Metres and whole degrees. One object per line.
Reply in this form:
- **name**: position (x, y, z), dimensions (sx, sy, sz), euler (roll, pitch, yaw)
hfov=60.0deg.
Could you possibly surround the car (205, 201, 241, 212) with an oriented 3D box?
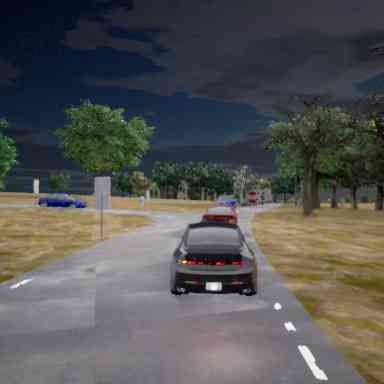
- **car**: position (1.704, 1.505, 19.328), dimensions (1.882, 1.535, 5.008), euler (0, 0, 8)

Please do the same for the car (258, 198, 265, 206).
- **car**: position (15.219, 2.170, 75.396), dimensions (2.097, 1.767, 4.553), euler (0, -1, 18)

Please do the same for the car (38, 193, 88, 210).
- **car**: position (-12.843, 0.935, 33.258), dimensions (5.008, 1.535, 1.882), euler (2, -1, 11)

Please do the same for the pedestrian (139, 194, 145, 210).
- **pedestrian**: position (-5.824, 1.147, 38.412), dimensions (0.375, 1.860, 0.375), euler (0, -4, 11)

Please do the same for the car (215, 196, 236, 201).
- **car**: position (4.573, 1.510, 45.466), dimensions (2.150, 2.045, 5.566), euler (0, -1, 19)

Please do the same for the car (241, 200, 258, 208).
- **car**: position (10.231, 2.102, 61.037), dimensions (2.033, 1.411, 5.357), euler (-1, -1, 20)

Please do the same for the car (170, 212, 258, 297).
- **car**: position (0.543, 1.516, 8.657), dimensions (1.837, 1.490, 4.892), euler (0, 0, 3)
